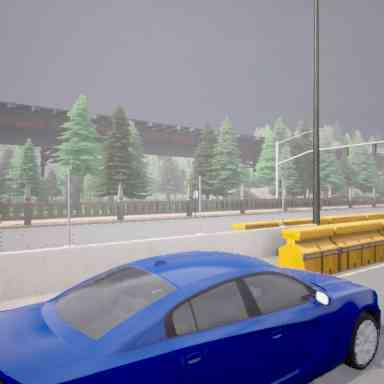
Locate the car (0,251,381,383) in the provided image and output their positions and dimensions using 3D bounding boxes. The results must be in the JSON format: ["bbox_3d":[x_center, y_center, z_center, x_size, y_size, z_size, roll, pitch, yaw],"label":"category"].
[{"bbox_3d":[0.341,1.478,3.993,5.008,1.535,1.882,0,0,-36],"label":"car"}]
